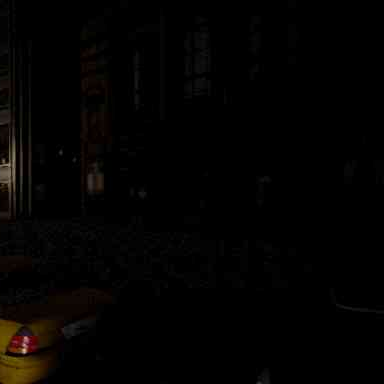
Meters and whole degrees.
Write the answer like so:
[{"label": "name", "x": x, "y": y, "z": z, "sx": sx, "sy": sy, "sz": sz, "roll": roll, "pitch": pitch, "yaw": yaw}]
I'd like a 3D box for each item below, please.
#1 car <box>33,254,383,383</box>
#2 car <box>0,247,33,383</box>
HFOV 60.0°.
[{"label": "car", "x": 1.530, "y": 1.313, "z": 1.875, "sx": 5.009, "sy": 1.841, "sz": 2.192, "roll": 0, "pitch": 0, "yaw": 36}, {"label": "car", "x": -3.174, "y": 1.553, "z": 5.231, "sx": 4.829, "sy": 1.417, "sz": 1.752, "roll": 0, "pitch": 0, "yaw": 36}]
